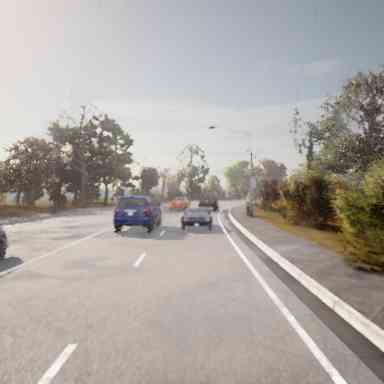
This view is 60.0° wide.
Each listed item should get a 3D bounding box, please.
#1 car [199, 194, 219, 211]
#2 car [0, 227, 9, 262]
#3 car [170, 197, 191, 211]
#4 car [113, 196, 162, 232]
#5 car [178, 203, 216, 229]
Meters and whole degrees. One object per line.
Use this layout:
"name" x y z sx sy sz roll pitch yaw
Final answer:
"car" 2.202 1.264 42.392 2.150 2.045 5.566 0 0 9
"car" -7.059 1.529 9.389 1.812 1.442 4.674 0 0 0
"car" -1.371 1.391 41.984 2.097 1.767 4.553 0 0 8
"car" -3.178 1.237 20.239 2.150 2.045 5.566 0 0 2
"car" 0.353 1.618 21.518 1.895 1.301 4.718 0 0 2
